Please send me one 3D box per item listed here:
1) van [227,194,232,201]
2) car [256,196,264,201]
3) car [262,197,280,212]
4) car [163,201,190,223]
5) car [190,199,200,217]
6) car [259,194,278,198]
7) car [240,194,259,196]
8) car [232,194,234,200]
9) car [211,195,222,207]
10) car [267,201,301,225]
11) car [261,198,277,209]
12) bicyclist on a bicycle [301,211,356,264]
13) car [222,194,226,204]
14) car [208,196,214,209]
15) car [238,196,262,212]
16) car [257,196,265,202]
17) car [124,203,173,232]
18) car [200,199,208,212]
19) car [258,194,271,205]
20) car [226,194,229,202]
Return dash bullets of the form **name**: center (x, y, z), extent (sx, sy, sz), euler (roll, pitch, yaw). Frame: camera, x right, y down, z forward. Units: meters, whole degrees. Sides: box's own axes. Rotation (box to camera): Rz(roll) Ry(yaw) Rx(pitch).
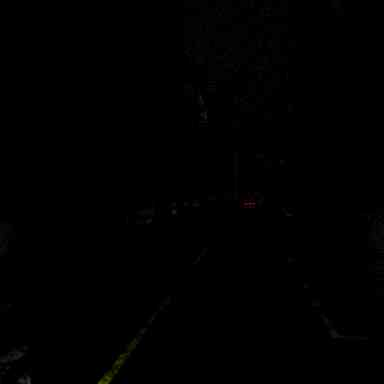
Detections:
- **van**: center (8.116, 1.451, 81.045), extent (1.690, 1.788, 3.998), euler (0, 0, 10)
- **car**: center (18.466, 1.699, 90.661), extent (1.887, 1.381, 4.507), euler (0, 0, 10)
- **car**: center (8.691, 1.560, 35.127), extent (1.887, 1.381, 4.507), euler (0, 0, 10)
- **car**: center (-1.658, 1.441, 25.502), extent (1.967, 1.590, 4.097), euler (0, 0, 10)
- **car**: center (-0.681, 1.589, 31.057), extent (1.802, 1.307, 4.206), euler (0, 0, 10)
- **car**: center (9.669, 1.339, 40.682), extent (2.192, 1.841, 5.009), euler (0, 0, 10)
- **car**: center (8.604, 1.529, 49.450), extent (2.128, 1.511, 4.902), euler (0, 0, 10)
- **car**: center (9.094, 1.571, 86.599), extent (1.967, 1.590, 4.097), euler (0, 0, 10)
- **car**: center (3.229, 1.585, 53.274), extent (1.887, 1.381, 4.507), euler (0, 0, 10)
- **car**: center (6.737, 1.569, 24.020), extent (1.947, 1.339, 4.313), euler (0, 0, 10)
- **car**: center (10.646, 1.599, 46.234), extent (1.947, 1.339, 4.313), euler (0, 0, 10)
- **bicyclist on a bicycle**: center (4.247, 1.434, 10.362), extent (1.656, 1.620, 0.582), euler (0, 0, 10)
- **car**: center (4.207, 1.366, 58.828), extent (2.192, 1.841, 5.009), euler (0, 0, 10)
- **car**: center (1.274, 1.588, 42.166), extent (1.947, 1.339, 4.313), euler (0, 0, 10)
- **car**: center (6.839, 1.512, 39.415), extent (2.128, 1.511, 4.902), euler (0, 0, 10)
- **car**: center (16.510, 1.694, 79.554), extent (1.802, 1.307, 4.206), euler (0, 0, 10)
- **car**: center (-2.636, 1.580, 19.949), extent (1.802, 1.307, 4.206), euler (0, 0, 10)
- **car**: center (0.267, 1.539, 36.443), extent (1.752, 1.417, 4.829), euler (0, 0, 10)
- **car**: center (13.580, 1.378, 62.895), extent (2.192, 1.841, 5.009), euler (0, 0, 10)
- **car**: center (6.162, 1.654, 69.935), extent (1.802, 1.307, 4.206), euler (0, 0, 10)
